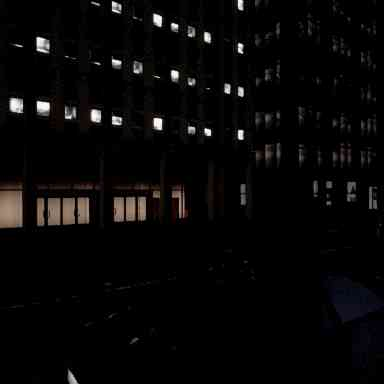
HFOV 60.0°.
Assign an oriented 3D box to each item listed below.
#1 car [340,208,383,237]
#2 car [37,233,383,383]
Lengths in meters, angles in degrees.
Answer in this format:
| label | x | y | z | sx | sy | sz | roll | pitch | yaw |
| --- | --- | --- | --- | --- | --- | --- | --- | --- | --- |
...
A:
| label | x | y | z | sx | sy | sz | roll | pitch | yaw |
| --- | --- | --- | --- | --- | --- | --- | --- | --- | --- |
| car | 9.370 | 1.546 | 17.110 | 4.403 | 1.369 | 2.008 | 0 | 0 | -36 |
| car | 1.103 | 1.547 | 4.096 | 5.357 | 1.411 | 2.033 | 0 | 0 | -36 |
